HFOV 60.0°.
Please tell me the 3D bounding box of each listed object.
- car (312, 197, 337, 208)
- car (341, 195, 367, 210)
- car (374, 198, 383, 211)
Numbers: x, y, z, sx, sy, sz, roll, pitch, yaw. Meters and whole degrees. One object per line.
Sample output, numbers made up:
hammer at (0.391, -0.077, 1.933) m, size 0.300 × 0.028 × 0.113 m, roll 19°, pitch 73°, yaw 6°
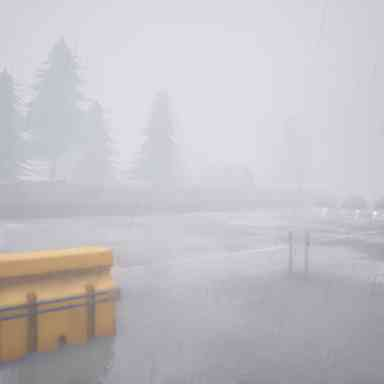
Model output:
car at (17.325, 1.361, 43.398) m, size 1.994 × 1.385 × 4.181 m, roll 2°, pitch 1°, yaw 40°
car at (20.216, 1.221, 41.402) m, size 2.097 × 1.767 × 4.553 m, roll 2°, pitch 1°, yaw 40°
car at (23.023, 1.420, 39.294) m, size 1.882 × 1.535 × 5.008 m, roll 2°, pitch 1°, yaw 40°
